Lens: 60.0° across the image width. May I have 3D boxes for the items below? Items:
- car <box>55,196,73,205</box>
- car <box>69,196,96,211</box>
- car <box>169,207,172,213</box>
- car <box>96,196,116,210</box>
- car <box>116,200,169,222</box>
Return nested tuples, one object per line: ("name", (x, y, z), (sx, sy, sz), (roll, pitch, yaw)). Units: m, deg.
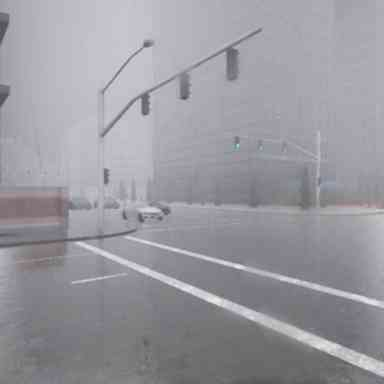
("car", (-22.418, 1.484, 57.978), (1.812, 1.442, 4.674), (0, 0, -35))
("car", (-13.460, 1.317, 39.338), (2.097, 1.767, 4.553), (0, 0, -36))
("car", (-4.096, 1.503, 32.290), (2.033, 1.411, 5.357), (0, 0, -36))
("car", (-10.756, 1.309, 41.572), (2.097, 1.767, 4.553), (0, 0, -36))
("car", (-3.981, 1.492, 26.128), (1.812, 1.442, 4.674), (0, 0, -36))
